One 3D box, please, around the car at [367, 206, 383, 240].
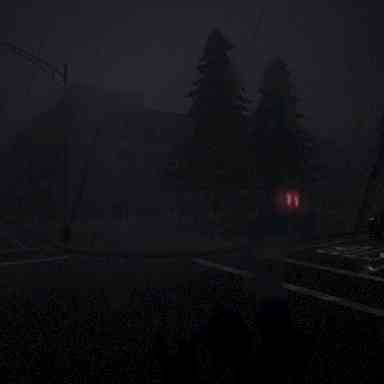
[{"bbox_3d":[10.667,1.251,16.003,5.566,2.045,2.150,0,0,-36],"label":"car"}]
